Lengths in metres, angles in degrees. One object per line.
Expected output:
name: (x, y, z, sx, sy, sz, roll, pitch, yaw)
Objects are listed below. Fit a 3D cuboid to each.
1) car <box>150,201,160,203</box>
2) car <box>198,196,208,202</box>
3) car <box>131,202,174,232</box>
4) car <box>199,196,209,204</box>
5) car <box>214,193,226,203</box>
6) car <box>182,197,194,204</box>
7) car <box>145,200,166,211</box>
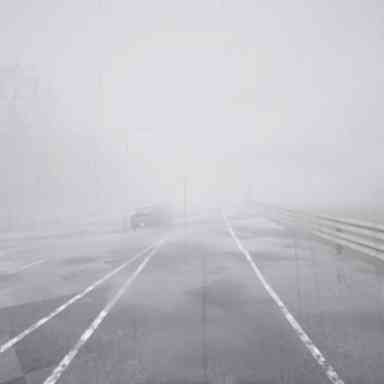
car: (-3.489, 1.959, 40.191, 1.895, 1.301, 4.718, -3, 0, 9)
car: (3.071, 1.889, 92.955, 1.812, 1.442, 4.674, -3, 0, 13)
car: (-2.587, 1.701, 21.924, 2.128, 1.511, 4.902, -3, 0, 8)
car: (2.676, 1.789, 74.469, 1.812, 1.442, 4.674, -3, 0, 12)
car: (6.283, 1.315, 74.744, 2.150, 2.045, 5.566, -3, 0, 12)
car: (-0.936, 1.917, 74.254, 1.882, 1.535, 5.008, -3, 0, 12)
car: (-5.404, 2.036, 50.003, 1.812, 1.442, 4.674, -3, 0, 10)
